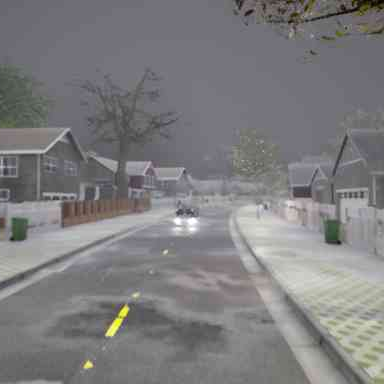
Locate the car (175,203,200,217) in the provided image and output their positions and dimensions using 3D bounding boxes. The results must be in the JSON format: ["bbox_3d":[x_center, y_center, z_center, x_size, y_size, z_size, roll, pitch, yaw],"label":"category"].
[{"bbox_3d":[-0.388,1.755,33.417,1.895,1.301,4.718,0,0,8],"label":"car"}]
